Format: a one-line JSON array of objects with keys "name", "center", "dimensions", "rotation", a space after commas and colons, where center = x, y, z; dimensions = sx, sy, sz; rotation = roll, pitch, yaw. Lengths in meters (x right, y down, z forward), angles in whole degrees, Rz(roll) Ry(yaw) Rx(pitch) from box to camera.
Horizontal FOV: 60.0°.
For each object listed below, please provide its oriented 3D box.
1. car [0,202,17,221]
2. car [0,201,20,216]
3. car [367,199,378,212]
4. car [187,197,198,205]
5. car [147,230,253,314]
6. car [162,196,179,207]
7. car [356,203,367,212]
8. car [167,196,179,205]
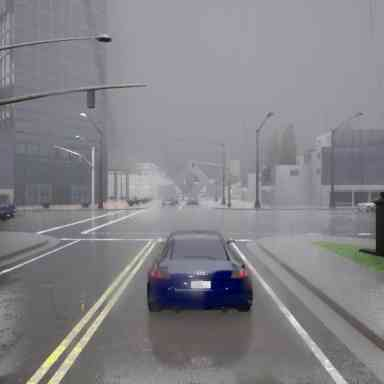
[{"name": "car", "center": [-16.378, 1.672, 26.147], "dimensions": [4.181, 1.385, 1.994], "rotation": [-1, 0, 0]}, {"name": "car", "center": [-20.076, 1.677, 33.320], "dimensions": [4.674, 1.442, 1.812], "rotation": [-1, 0, 0]}, {"name": "car", "center": [20.529, 1.515, 33.608], "dimensions": [4.181, 1.385, 1.994], "rotation": [0, 0, 0]}, {"name": "car", "center": [0.124, 1.547, 58.270], "dimensions": [2.033, 1.411, 5.357], "rotation": [0, 0, 0]}, {"name": "car", "center": [0.093, 1.564, 7.727], "dimensions": [1.994, 1.385, 4.181], "rotation": [0, 0, -2]}, {"name": "car", "center": [-3.553, 1.491, 51.205], "dimensions": [2.128, 1.511, 4.902], "rotation": [0, 0, 0]}, {"name": "car", "center": [20.770, 1.477, 37.123], "dimensions": [4.674, 1.442, 1.812], "rotation": [0, 0, -2]}, {"name": "car", "center": [-3.500, 1.505, 61.605], "dimensions": [1.837, 1.490, 4.892], "rotation": [0, 0, 1]}]
